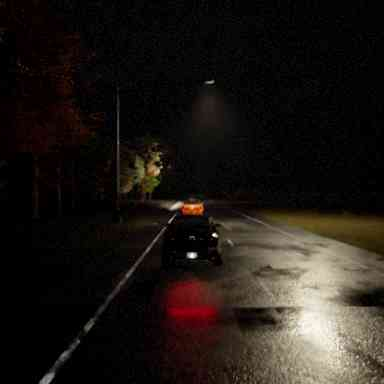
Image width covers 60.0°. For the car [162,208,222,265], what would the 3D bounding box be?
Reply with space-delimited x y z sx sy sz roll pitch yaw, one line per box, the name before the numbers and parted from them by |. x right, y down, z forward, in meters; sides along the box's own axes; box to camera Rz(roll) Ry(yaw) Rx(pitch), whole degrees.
car | 0.003 1.545 11.817 1.837 1.490 4.892 0 0 0

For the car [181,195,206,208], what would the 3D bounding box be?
car | 0.001 1.448 31.741 2.097 1.767 4.553 0 0 0
